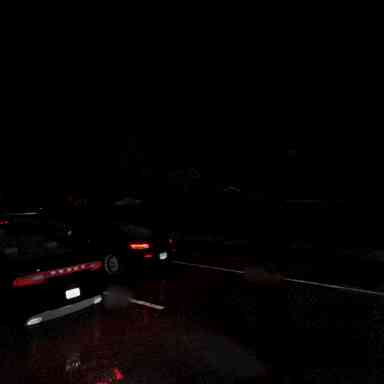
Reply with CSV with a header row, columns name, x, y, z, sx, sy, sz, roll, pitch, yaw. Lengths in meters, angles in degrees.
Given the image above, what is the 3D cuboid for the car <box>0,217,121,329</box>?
name,x,y,z,sx,sy,sz,roll,pitch,yaw
car,-3.930,1.478,6.786,5.008,1.535,1.882,0,0,35

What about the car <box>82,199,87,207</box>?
name,x,y,z,sx,sy,sz,roll,pitch,yaw
car,-18.212,1.478,50.045,1.882,1.535,5.008,0,1,36

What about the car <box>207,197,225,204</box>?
name,x,y,z,sx,sy,sz,roll,pitch,yaw
car,4.552,1.564,63.311,1.994,1.385,4.181,0,0,37

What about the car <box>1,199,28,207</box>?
name,x,y,z,sx,sy,sz,roll,pitch,yaw
car,-23.745,1.601,42.474,1.895,1.301,4.718,0,0,36

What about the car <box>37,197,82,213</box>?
name,x,y,z,sx,sy,sz,roll,pitch,yaw
car,-14.842,1.564,36.861,1.994,1.385,4.181,0,0,36

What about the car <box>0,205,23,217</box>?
name,x,y,z,sx,sy,sz,roll,pitch,yaw
car,-10.112,1.505,15.485,4.892,1.490,1.837,0,0,36

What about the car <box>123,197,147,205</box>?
name,x,y,z,sx,sy,sz,roll,pitch,yaw
car,-10.381,1.562,60.737,1.994,1.385,4.181,0,0,36

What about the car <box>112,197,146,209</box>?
name,x,y,z,sx,sy,sz,roll,pitch,yaw
car,-8.699,1.525,45.245,1.812,1.442,4.674,0,0,36

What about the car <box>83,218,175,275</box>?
name,x,y,z,sx,sy,sz,roll,pitch,yaw
car,-2.637,1.526,10.155,4.674,1.442,1.812,0,0,35
